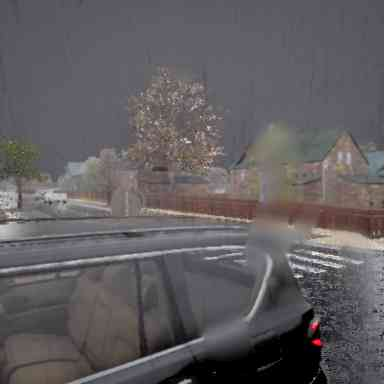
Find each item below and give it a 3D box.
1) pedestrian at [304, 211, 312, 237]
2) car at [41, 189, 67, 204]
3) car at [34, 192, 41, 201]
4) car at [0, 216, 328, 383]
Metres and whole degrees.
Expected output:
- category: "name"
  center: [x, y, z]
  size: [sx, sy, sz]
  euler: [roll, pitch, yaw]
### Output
- category: "pedestrian"
  center: [5.239, 1.438, 14.909]
  size: [0.500, 1.100, 0.500]
  euler: [1, -1, -34]
- category: "car"
  center: [-18.752, 0.587, 45.703]
  size: [2.150, 2.045, 5.566]
  euler: [-1, 1, -34]
- category: "car"
  center: [-24.444, 0.716, 54.230]
  size: [2.128, 1.511, 4.902]
  euler: [-1, 1, -32]
- category: "car"
  center: [-1.545, 1.229, 1.929]
  size: [5.566, 2.045, 2.150]
  euler: [1, -1, -34]
